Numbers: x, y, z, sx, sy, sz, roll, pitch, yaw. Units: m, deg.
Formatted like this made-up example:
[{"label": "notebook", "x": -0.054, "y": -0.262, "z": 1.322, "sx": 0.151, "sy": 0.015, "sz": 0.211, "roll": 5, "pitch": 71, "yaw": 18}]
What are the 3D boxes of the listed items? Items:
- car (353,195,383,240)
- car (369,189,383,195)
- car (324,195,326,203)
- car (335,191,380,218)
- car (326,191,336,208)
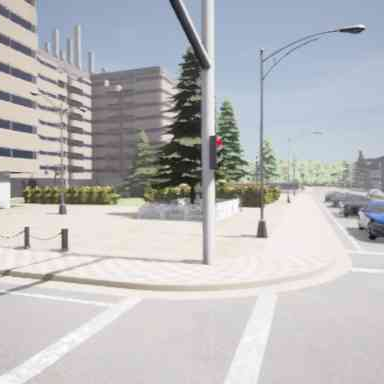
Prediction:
[{"label": "car", "x": 8.532, "y": 1.129, "z": 14.597, "sx": 1.882, "sy": 1.535, "sz": 5.008, "roll": 0, "pitch": 1, "yaw": 20}, {"label": "car", "x": 28.684, "y": 0.300, "z": 52.308, "sx": 1.812, "sy": 1.442, "sz": 4.674, "roll": 0, "pitch": 1, "yaw": 19}, {"label": "car", "x": 17.874, "y": 0.603, "z": 42.075, "sx": 1.994, "sy": 1.385, "sz": 4.181, "roll": 0, "pitch": 1, "yaw": 19}, {"label": "car", "x": 11.625, "y": 0.926, "z": 23.677, "sx": 1.882, "sy": 1.535, "sz": 5.008, "roll": 0, "pitch": 1, "yaw": 19}, {"label": "car", "x": 14.769, "y": 0.736, "z": 32.853, "sx": 2.128, "sy": 1.511, "sz": 4.902, "roll": 0, "pitch": 1, "yaw": 19}]
